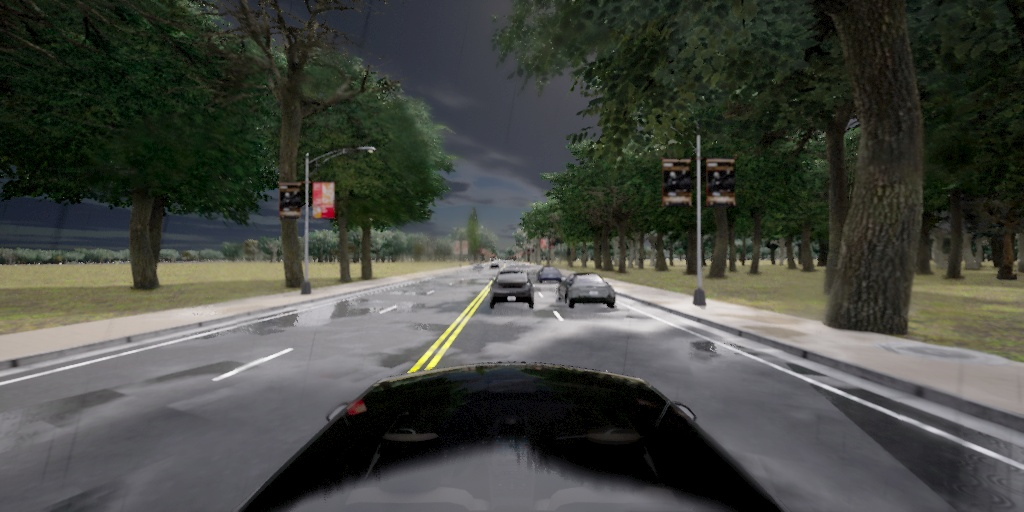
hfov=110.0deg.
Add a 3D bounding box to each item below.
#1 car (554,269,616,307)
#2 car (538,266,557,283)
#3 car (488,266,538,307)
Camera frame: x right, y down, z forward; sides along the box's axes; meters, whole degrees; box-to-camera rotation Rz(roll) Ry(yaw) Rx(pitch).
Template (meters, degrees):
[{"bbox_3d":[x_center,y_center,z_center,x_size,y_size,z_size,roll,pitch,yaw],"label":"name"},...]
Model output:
[{"bbox_3d":[3.247,1.449,16.222,1.994,1.385,4.181,0,0,0],"label":"car"},{"bbox_3d":[3.214,1.587,31.244,1.994,1.385,4.181,0,0,0],"label":"car"},{"bbox_3d":[-0.004,1.392,16.194,1.837,1.490,4.892,0,0,0],"label":"car"}]
